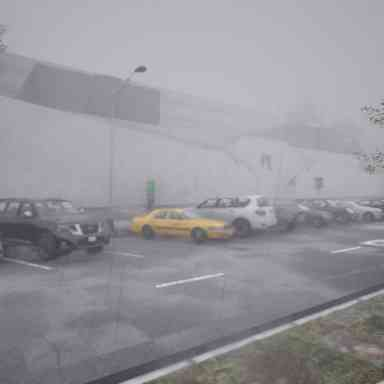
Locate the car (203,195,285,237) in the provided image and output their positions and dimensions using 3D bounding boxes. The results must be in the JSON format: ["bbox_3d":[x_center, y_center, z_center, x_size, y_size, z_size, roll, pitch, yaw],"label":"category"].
[{"bbox_3d":[1.719,1.199,17.816,5.566,2.045,2.435,-1,0,35],"label":"car"}]

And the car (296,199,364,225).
[{"bbox_3d":[9.059,1.240,23.047,4.553,1.767,2.185,-1,-1,35],"label":"car"}]

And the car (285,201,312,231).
[{"bbox_3d":[4.165,1.455,19.554,4.792,1.488,2.163,-1,0,35],"label":"car"}]

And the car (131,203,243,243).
[{"bbox_3d":[-0.548,1.462,15.955,5.366,1.575,1.946,-1,-1,35],"label":"car"}]

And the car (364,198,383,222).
[{"bbox_3d":[11.530,1.369,24.770,4.674,1.452,2.002,-1,-1,35],"label":"car"}]

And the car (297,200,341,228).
[{"bbox_3d":[6.643,1.441,21.290,4.674,1.452,2.002,-1,-1,35],"label":"car"}]

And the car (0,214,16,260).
[{"bbox_3d":[-8.042,1.531,10.836,4.674,1.452,2.002,-1,-1,35],"label":"car"}]

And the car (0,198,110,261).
[{"bbox_3d":[-5.567,1.240,12.565,5.566,2.045,2.435,-1,-1,35],"label":"car"}]

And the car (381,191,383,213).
[{"bbox_3d":[21.331,0.915,31.721,5.566,2.045,2.435,-1,-1,35],"label":"car"}]

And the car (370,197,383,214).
[{"bbox_3d":[18.891,1.235,29.976,4.792,1.488,2.163,-1,0,35],"label":"car"}]
